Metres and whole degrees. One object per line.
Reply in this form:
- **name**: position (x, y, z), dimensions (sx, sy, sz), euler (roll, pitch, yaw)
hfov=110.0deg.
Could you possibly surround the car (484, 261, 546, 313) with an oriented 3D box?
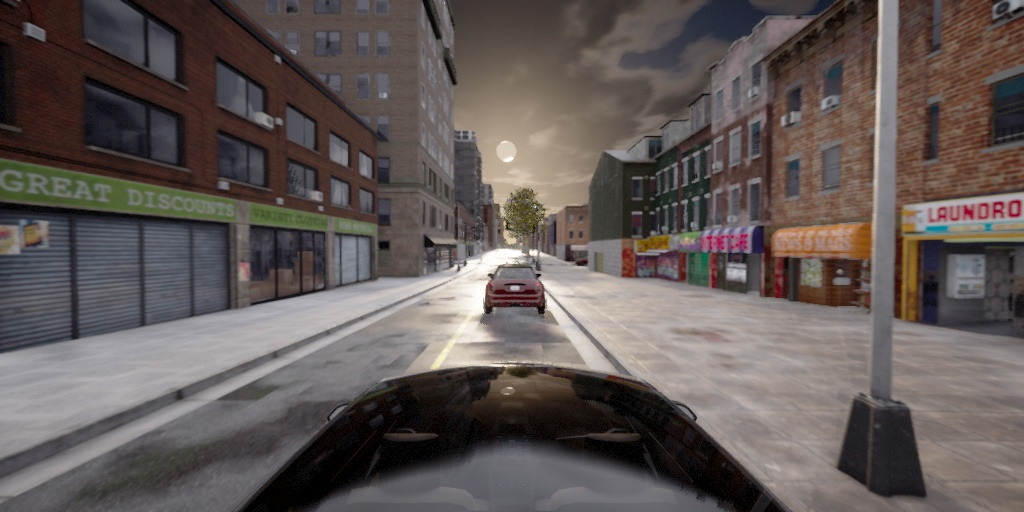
- **car**: position (0.098, 1.077, 14.026), dimensions (2.097, 1.767, 4.553), euler (0, 0, 0)

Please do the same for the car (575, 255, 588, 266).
- **car**: position (12.695, 0.745, 57.983), dimensions (5.009, 1.841, 2.192), euler (0, 0, 0)
